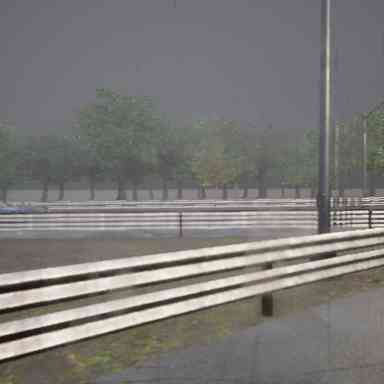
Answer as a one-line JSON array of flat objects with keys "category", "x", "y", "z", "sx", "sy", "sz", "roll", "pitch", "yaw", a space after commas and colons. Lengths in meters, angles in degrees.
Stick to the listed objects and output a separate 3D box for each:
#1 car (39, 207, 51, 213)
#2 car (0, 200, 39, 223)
[{"category": "car", "x": -15.678, "y": 1.745, "z": 30.903, "sx": 4.902, "sy": 1.511, "sz": 2.128, "roll": -1, "pitch": 1, "yaw": 2}, {"category": "car", "x": -14.464, "y": 1.505, "z": 23.912, "sx": 5.566, "sy": 2.045, "sz": 2.150, "roll": -1, "pitch": 1, "yaw": 1}]
